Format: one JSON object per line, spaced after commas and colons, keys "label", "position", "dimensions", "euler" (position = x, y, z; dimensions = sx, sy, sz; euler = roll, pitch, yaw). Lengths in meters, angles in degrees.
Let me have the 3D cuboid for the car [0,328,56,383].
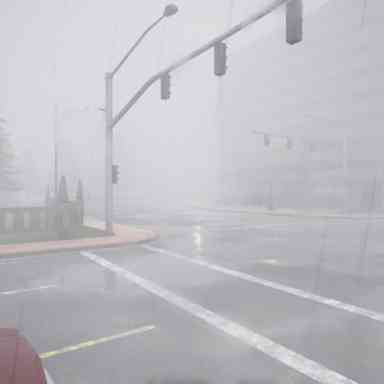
{"label": "car", "position": [-3.118, 1.601, 1.554], "dimensions": [4.718, 1.301, 1.895], "euler": [0, 0, -35]}
